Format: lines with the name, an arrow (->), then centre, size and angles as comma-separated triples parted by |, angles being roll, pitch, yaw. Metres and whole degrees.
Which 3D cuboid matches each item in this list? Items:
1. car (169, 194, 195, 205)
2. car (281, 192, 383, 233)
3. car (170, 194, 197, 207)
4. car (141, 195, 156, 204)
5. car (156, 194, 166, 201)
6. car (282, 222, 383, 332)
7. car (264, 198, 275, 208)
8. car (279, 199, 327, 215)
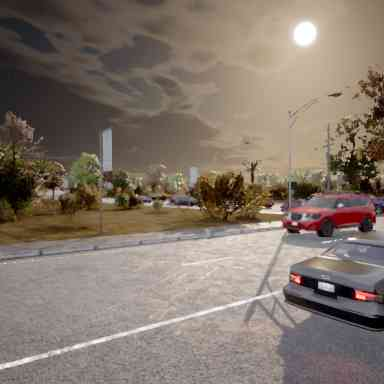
car -> -1.697, 1.174, 54.690 | 2.097, 1.767, 4.553 | -1, 0, -39
car -> 7.287, 1.144, 17.388 | 5.566, 2.045, 2.150 | -1, 0, -31
car -> -0.482, 1.392, 47.595 | 2.033, 1.411, 5.357 | -1, 0, -39
car -> -8.822, 1.327, 57.997 | 1.882, 1.535, 5.008 | -1, 0, -39
car -> -7.658, 1.258, 73.405 | 1.882, 1.535, 5.008 | -1, 0, -38
car -> 4.143, 1.528, 6.719 | 5.357, 1.411, 2.033 | 0, 0, -36
car -> 7.937, 1.037, 42.735 | 2.150, 2.045, 5.566 | -1, 0, -39
car -> 10.983, 1.402, 33.150 | 1.994, 1.385, 4.181 | 0, 0, -35
